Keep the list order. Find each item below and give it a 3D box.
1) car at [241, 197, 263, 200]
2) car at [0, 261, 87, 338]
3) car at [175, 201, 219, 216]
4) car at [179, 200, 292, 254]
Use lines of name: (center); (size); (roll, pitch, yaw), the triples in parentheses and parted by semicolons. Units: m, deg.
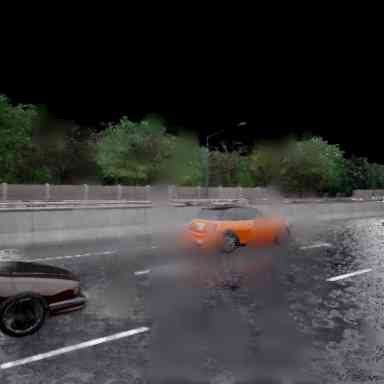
car: (5.659, 1.426, 33.792); (4.553, 1.767, 2.097); (0, 0, -35)
car: (-4.444, 1.548, 4.876); (5.357, 1.411, 2.033); (0, 0, -36)
car: (0.561, 1.627, 34.467); (4.181, 1.385, 1.994); (0, 0, -35)
car: (2.058, 1.375, 13.809); (4.553, 1.767, 2.097); (0, 0, -36)
